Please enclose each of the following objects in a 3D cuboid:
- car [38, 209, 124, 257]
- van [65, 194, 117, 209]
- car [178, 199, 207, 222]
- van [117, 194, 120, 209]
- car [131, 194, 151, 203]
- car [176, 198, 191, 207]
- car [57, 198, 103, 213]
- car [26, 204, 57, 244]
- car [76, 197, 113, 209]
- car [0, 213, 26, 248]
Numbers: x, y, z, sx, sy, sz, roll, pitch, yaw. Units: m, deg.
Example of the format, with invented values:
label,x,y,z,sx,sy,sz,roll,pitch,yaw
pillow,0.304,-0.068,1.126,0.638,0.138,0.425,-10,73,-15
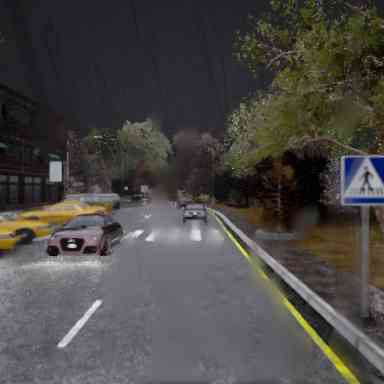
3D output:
label,x,y,z,sx,sy,sz,roll,pitch,yaw
car,-3.930,1.569,12.881,1.994,1.385,4.181,0,0,0
van,-9.294,1.194,29.419,4.442,1.987,1.878,-1,1,-20
car,0.204,1.526,25.882,2.033,1.411,5.357,0,1,0
van,-9.314,1.156,32.420,4.442,1.987,1.878,-1,1,-20
car,-8.515,1.082,55.087,2.128,1.511,4.902,0,1,-32
car,-0.966,1.364,42.936,1.895,1.301,4.718,0,1,-10
car,-9.318,1.486,23.407,5.366,1.575,1.946,-1,0,-20
car,-8.959,1.486,14.521,5.366,1.575,1.946,-1,0,-20
car,-9.169,1.456,26.475,5.008,1.535,2.097,-1,0,-20
car,-8.960,1.485,11.520,5.366,1.575,1.946,-1,0,-20
